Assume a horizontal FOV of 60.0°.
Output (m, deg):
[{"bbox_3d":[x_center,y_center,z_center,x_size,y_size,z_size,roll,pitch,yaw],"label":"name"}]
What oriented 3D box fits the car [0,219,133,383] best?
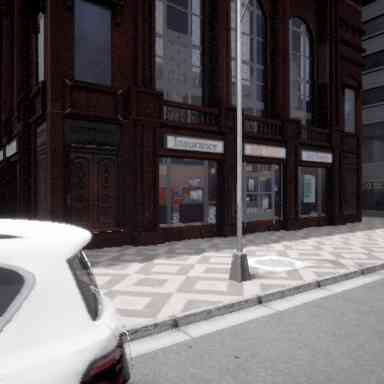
[{"bbox_3d":[-2.948,1.221,1.274,5.566,2.045,2.150,0,0,-36],"label":"car"}]
